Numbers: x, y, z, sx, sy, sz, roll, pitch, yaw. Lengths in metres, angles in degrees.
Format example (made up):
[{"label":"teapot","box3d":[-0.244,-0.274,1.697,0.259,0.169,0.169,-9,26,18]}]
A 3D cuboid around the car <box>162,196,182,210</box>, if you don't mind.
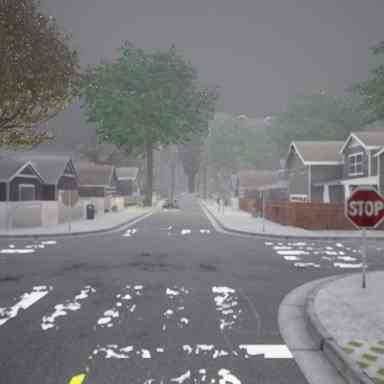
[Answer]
[{"label":"car","box3d":[-2.719,1.567,43.586,1.994,1.385,4.181,0,0,0]}]
